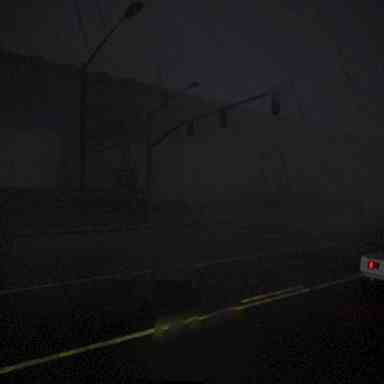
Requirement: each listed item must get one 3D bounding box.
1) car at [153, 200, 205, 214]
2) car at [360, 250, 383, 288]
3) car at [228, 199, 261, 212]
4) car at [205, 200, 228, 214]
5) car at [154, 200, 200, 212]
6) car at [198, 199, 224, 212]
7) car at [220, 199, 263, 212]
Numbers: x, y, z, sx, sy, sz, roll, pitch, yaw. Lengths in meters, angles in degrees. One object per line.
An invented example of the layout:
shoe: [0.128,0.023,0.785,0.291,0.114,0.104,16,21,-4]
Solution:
car: [-1.499,1.621,35.272,4.974,1.542,2.038,0,0,8]
car: [6.257,1.686,8.228,4.718,1.301,1.895,1,0,-35]
car: [6.105,1.550,41.712,4.536,1.218,1.853,0,0,-7]
car: [2.245,1.661,37.958,2.038,1.542,4.974,0,0,18]
car: [-1.550,1.463,35.280,4.536,1.218,1.853,0,0,8]
car: [2.262,1.504,38.008,1.853,1.218,4.536,0,0,18]
car: [6.155,1.708,41.718,4.974,1.542,2.038,0,0,-7]
